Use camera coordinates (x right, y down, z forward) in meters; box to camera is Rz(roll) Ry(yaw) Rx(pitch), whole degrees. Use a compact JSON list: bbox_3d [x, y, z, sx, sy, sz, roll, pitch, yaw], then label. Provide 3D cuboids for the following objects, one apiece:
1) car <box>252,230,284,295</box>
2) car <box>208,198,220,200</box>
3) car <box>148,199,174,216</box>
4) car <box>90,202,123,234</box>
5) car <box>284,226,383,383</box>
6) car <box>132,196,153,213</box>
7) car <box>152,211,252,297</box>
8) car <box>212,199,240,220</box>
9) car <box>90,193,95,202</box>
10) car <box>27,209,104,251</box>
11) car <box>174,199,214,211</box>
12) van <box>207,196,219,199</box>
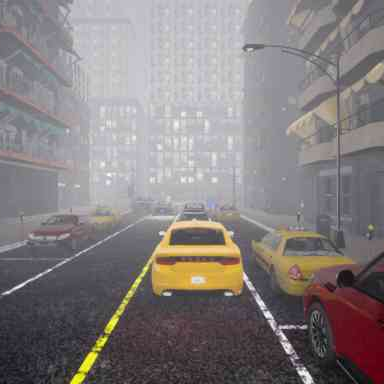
[{"bbox_3d":[2.589,1.527,8.516,1.752,1.417,4.829,0,0,0],"label":"car"},{"bbox_3d":[2.640,1.535,31.077,1.752,1.417,4.829,0,0,0],"label":"car"},{"bbox_3d":[-2.725,1.576,32.375,1.994,1.385,4.181,0,0,1],"label":"car"},{"bbox_3d":[-5.266,1.530,19.474,1.752,1.417,4.829,0,0,0],"label":"car"},{"bbox_3d":[2.577,1.315,2.705,2.192,1.841,5.009,0,0,0],"label":"car"},{"bbox_3d":[-5.227,1.329,36.566,2.192,1.841,5.009,0,0,0],"label":"car"},{"bbox_3d":[0.121,1.479,8.628,1.882,1.535,5.008,0,0,0],"label":"car"},{"bbox_3d":[2.627,1.532,25.437,1.752,1.417,4.829,0,0,0],"label":"car"},{"bbox_3d":[-20.731,1.132,62.218,5.009,1.841,2.192,1,-1,0],"label":"car"},{"bbox_3d":[-5.279,1.584,14.003,1.802,1.307,4.206,0,0,0],"label":"car"},{"bbox_3d":[0.149,1.497,22.876,2.128,1.511,4.902,0,0,0],"label":"car"},{"bbox_3d":[2.666,1.359,42.188,1.690,1.788,3.998,0,0,0],"label":"van"}]
